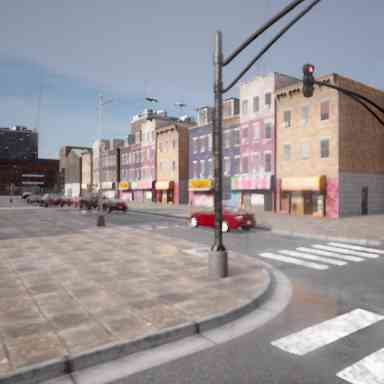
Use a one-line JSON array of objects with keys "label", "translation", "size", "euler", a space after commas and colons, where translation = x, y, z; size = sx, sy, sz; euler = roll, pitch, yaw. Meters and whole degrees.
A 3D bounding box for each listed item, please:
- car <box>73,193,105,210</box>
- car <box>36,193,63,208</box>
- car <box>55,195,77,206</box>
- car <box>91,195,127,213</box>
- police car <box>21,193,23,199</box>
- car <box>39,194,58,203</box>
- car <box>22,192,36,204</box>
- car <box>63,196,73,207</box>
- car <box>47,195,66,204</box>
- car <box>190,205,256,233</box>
[{"label": "car", "translation": [-10.919, 0.971, 36.542], "size": [2.192, 1.841, 5.009], "euler": [1, 0, -35]}, {"label": "car", "translation": [-17.537, 0.942, 41.410], "size": [2.097, 1.767, 4.553], "euler": [0, 1, -35]}, {"label": "car", "translation": [-17.194, 1.142, 45.426], "size": [1.802, 1.307, 4.206], "euler": [1, 0, -35]}, {"label": "car", "translation": [-7.786, 1.251, 32.101], "size": [1.887, 1.381, 4.507], "euler": [1, 0, -35]}, {"label": "police car", "translation": [-35.156, 0.740, 71.055], "size": [1.930, 1.638, 5.238], "euler": [0, 0, -35]}, {"label": "car", "translation": [-23.466, 1.021, 54.310], "size": [2.008, 1.369, 4.403], "euler": [0, 0, -35]}, {"label": "car", "translation": [-23.396, 1.052, 49.628], "size": [2.033, 1.411, 5.357], "euler": [0, 1, -35]}, {"label": "car", "translation": [-14.058, 1.190, 40.985], "size": [1.802, 1.307, 4.206], "euler": [1, 0, -35]}, {"label": "car", "translation": [-20.330, 1.097, 49.869], "size": [1.802, 1.307, 4.206], "euler": [0, 0, -35]}, {"label": "car", "translation": [1.622, 1.409, 18.776], "size": [1.887, 1.381, 4.507], "euler": [1, 0, -35]}]
